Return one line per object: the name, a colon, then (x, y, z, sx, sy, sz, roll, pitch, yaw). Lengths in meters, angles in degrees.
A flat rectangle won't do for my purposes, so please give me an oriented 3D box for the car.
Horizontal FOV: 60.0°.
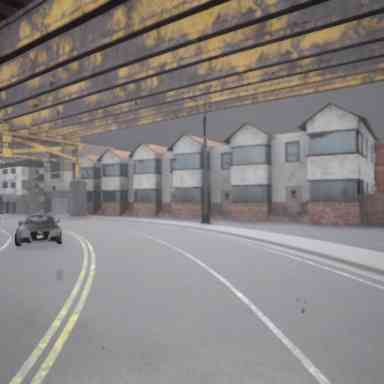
car: (-7.653, 1.863, 16.724, 1.994, 1.385, 4.181, 0, -2, -25)
